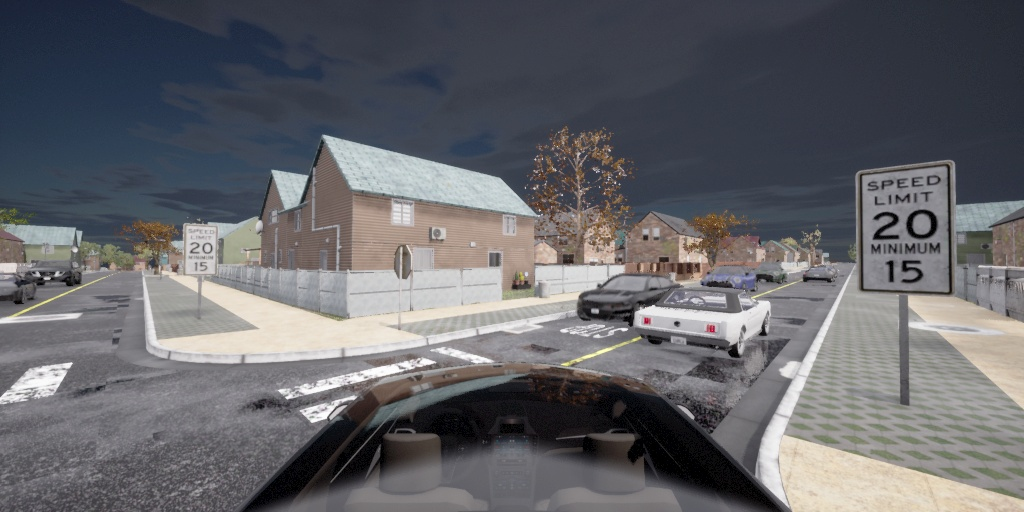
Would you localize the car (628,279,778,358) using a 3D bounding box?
[{"bbox_3d":[4.867,1.414,8.748,1.895,1.301,4.718,-1,-1,44],"label":"car"}]

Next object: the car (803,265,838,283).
[{"bbox_3d":[27.697,1.652,32.354,4.181,1.385,1.994,1,-1,-45],"label":"car"}]

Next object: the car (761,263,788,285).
[{"bbox_3d":[21.599,1.413,30.171,2.097,1.767,4.553,-1,-1,44],"label":"car"}]

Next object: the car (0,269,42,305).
[{"bbox_3d":[-23.133,1.453,15.990,4.181,1.385,1.994,-1,-2,44],"label":"car"}]

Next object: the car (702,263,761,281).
[{"bbox_3d":[12.780,1.307,21.060,2.097,1.767,4.553,-1,-1,44],"label":"car"}]

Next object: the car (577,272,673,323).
[{"bbox_3d":[4.113,1.329,12.072,1.882,1.535,5.008,-1,-1,44],"label":"car"}]

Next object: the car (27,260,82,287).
[{"bbox_3d":[-34.804,1.294,27.357,2.150,2.045,5.566,1,-2,-44],"label":"car"}]
